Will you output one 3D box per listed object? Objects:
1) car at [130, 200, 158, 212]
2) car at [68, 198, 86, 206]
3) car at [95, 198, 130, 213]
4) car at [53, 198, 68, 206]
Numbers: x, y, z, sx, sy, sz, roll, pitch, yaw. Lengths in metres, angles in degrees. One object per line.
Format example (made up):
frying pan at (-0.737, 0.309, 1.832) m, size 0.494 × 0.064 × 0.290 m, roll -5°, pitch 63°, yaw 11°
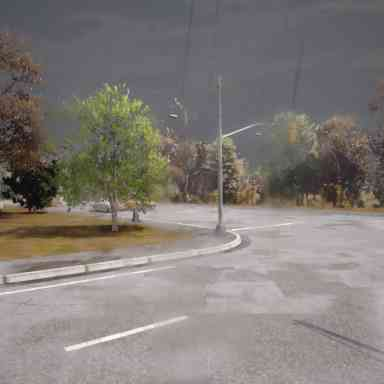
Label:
car at (-5.653, 1.322, 37.019) m, size 1.882 × 1.535 × 5.008 m, roll -1°, pitch 1°, yaw -39°
car at (-18.501, 1.439, 53.114) m, size 2.128 × 1.511 × 4.902 m, roll -1°, pitch 0°, yaw -39°
car at (-8.735, 1.415, 35.269) m, size 1.812 × 1.442 × 4.674 m, roll -1°, pitch 0°, yaw -39°
car at (-21.319, 1.351, 51.032) m, size 2.097 × 1.767 × 4.553 m, roll -1°, pitch 0°, yaw -39°
